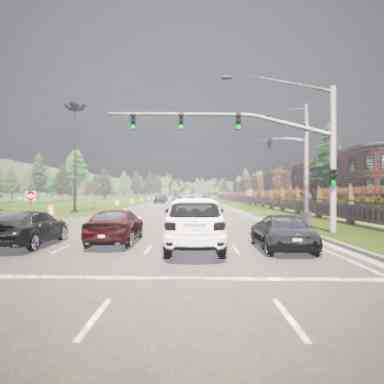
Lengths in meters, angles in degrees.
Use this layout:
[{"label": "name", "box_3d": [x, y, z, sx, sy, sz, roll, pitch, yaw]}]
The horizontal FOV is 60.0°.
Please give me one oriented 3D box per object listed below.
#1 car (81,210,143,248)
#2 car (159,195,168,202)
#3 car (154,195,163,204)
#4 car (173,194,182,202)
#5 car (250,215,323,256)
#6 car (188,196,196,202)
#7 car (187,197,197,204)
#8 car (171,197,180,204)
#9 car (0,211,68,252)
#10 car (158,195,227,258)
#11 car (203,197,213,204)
[{"label": "car", "box_3d": [-3.403, 1.529, 14.974, 1.882, 1.535, 5.008, 0, 0, 0]}, {"label": "car", "box_3d": [-7.004, 1.611, 81.504, 1.837, 1.490, 4.892, 0, 0, 0]}, {"label": "car", "box_3d": [-7.004, 1.592, 71.471, 2.097, 1.767, 4.553, 0, 0, 0]}, {"label": "car", "box_3d": [-3.504, 1.466, 81.475, 2.097, 1.767, 4.553, 0, 0, 0]}, {"label": "car", "box_3d": [3.596, 1.610, 13.329, 1.994, 1.385, 4.181, 0, 0, 0]}, {"label": "car", "box_3d": [-0.004, 1.651, 81.504, 2.033, 1.411, 5.357, 0, 0, 0]}, {"label": "car", "box_3d": [-0.004, 1.775, 71.084, 2.033, 1.411, 5.357, 0, 0, 0]}, {"label": "car", "box_3d": [-3.504, 1.761, 71.501, 1.812, 1.442, 4.674, 0, 0, 0]}, {"label": "car", "box_3d": [-6.903, 1.554, 14.137, 1.837, 1.490, 4.892, 0, 0, 0]}, {"label": "car", "box_3d": [0.095, 1.265, 13.033, 2.150, 2.045, 5.566, 0, 0, 0]}, {"label": "car", "box_3d": [3.496, 1.832, 71.531, 1.895, 1.301, 4.718, 0, 0, 0]}]
